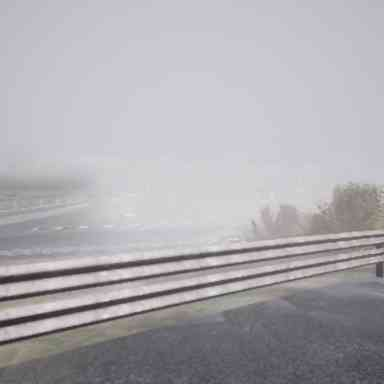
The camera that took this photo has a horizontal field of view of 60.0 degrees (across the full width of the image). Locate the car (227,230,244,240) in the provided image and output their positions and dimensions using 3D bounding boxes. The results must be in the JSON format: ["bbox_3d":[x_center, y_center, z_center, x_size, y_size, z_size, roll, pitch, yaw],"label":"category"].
[{"bbox_3d":[9.928,9.130,67.854,4.181,1.385,1.994,-1,0,-17],"label":"car"}]

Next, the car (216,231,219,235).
[{"bbox_3d":[7.892,9.029,74.551,5.008,1.535,1.882,-1,0,-17],"label":"car"}]

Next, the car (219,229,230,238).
[{"bbox_3d":[8.921,9.042,71.205,5.008,1.535,1.882,-1,0,-17],"label":"car"}]
